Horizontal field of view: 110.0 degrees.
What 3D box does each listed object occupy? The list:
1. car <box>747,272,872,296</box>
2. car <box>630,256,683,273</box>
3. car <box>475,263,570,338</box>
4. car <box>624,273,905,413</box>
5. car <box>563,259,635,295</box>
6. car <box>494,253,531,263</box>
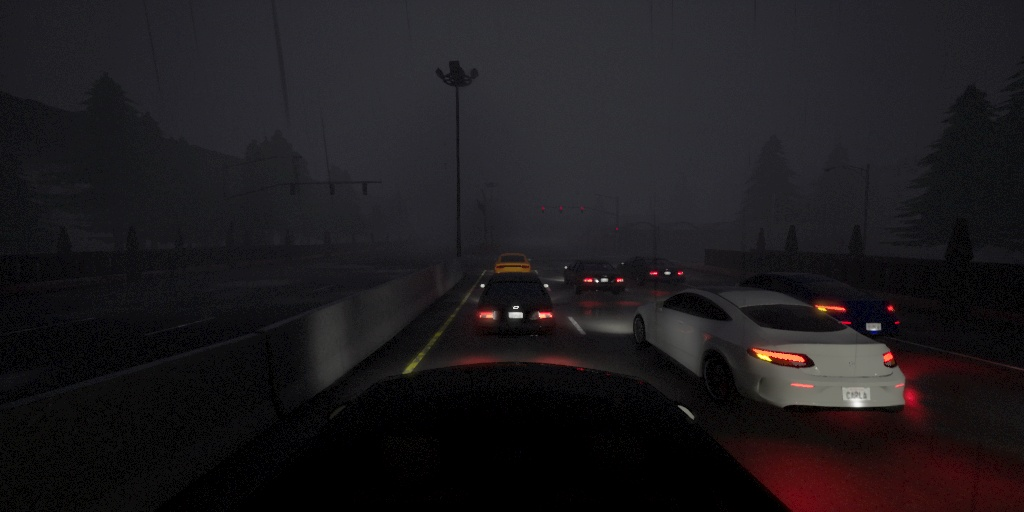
[{"bbox_3d":[7.066,1.137,9.310,1.812,1.442,4.674,0,2,0],"label":"car"},{"bbox_3d":[7.029,0.681,18.710,2.033,1.411,5.357,0,3,0],"label":"car"},{"bbox_3d":[0.069,1.143,9.720,2.033,1.411,5.357,0,2,0],"label":"car"},{"bbox_3d":[3.581,1.225,6.038,1.812,1.442,4.674,0,1,0],"label":"car"},{"bbox_3d":[3.533,0.823,16.206,2.033,1.411,5.357,0,3,0],"label":"car"},{"bbox_3d":[0.023,0.562,19.515,1.882,1.535,5.008,0,3,0],"label":"car"}]
